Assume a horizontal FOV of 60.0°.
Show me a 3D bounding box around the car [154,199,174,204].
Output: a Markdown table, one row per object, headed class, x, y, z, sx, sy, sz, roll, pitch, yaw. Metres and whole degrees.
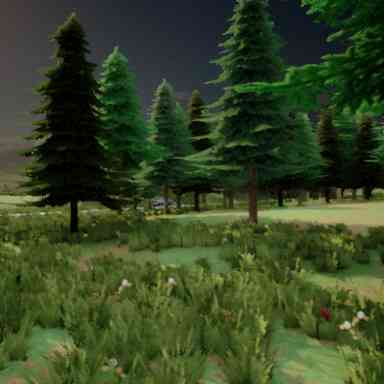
| class | x | y | z | sx | sy | sz | roll | pitch | yaw |
| --- | --- | --- | --- | --- | --- | --- | --- | --- | --- |
| car | -5.366 | 2.018 | 61.042 | 1.837 | 1.490 | 4.892 | -1 | -1 | 35 |
